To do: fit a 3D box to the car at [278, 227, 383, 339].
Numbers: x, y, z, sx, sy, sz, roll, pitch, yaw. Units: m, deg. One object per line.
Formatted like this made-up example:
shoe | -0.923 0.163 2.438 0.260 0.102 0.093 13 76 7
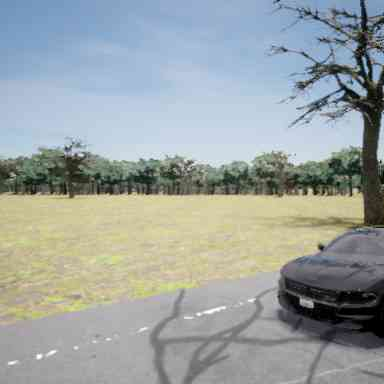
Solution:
car | 3.854 1.499 6.741 5.008 1.535 1.882 0 0 -35
